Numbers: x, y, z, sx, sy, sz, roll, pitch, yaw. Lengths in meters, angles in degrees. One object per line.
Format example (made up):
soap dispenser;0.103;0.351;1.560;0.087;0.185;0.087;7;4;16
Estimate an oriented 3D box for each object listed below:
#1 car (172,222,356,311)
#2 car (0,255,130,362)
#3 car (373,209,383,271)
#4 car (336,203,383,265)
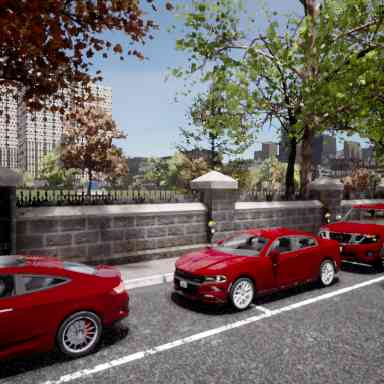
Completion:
car;1.656;1.545;7.758;4.507;1.381;1.887;0;0;-36
car;-2.915;1.582;4.471;4.206;1.307;1.802;0;0;-36
car;6.747;1.353;8.226;4.553;1.767;2.097;0;0;-36
car;6.229;1.316;11.046;5.009;1.841;2.192;0;0;-36
